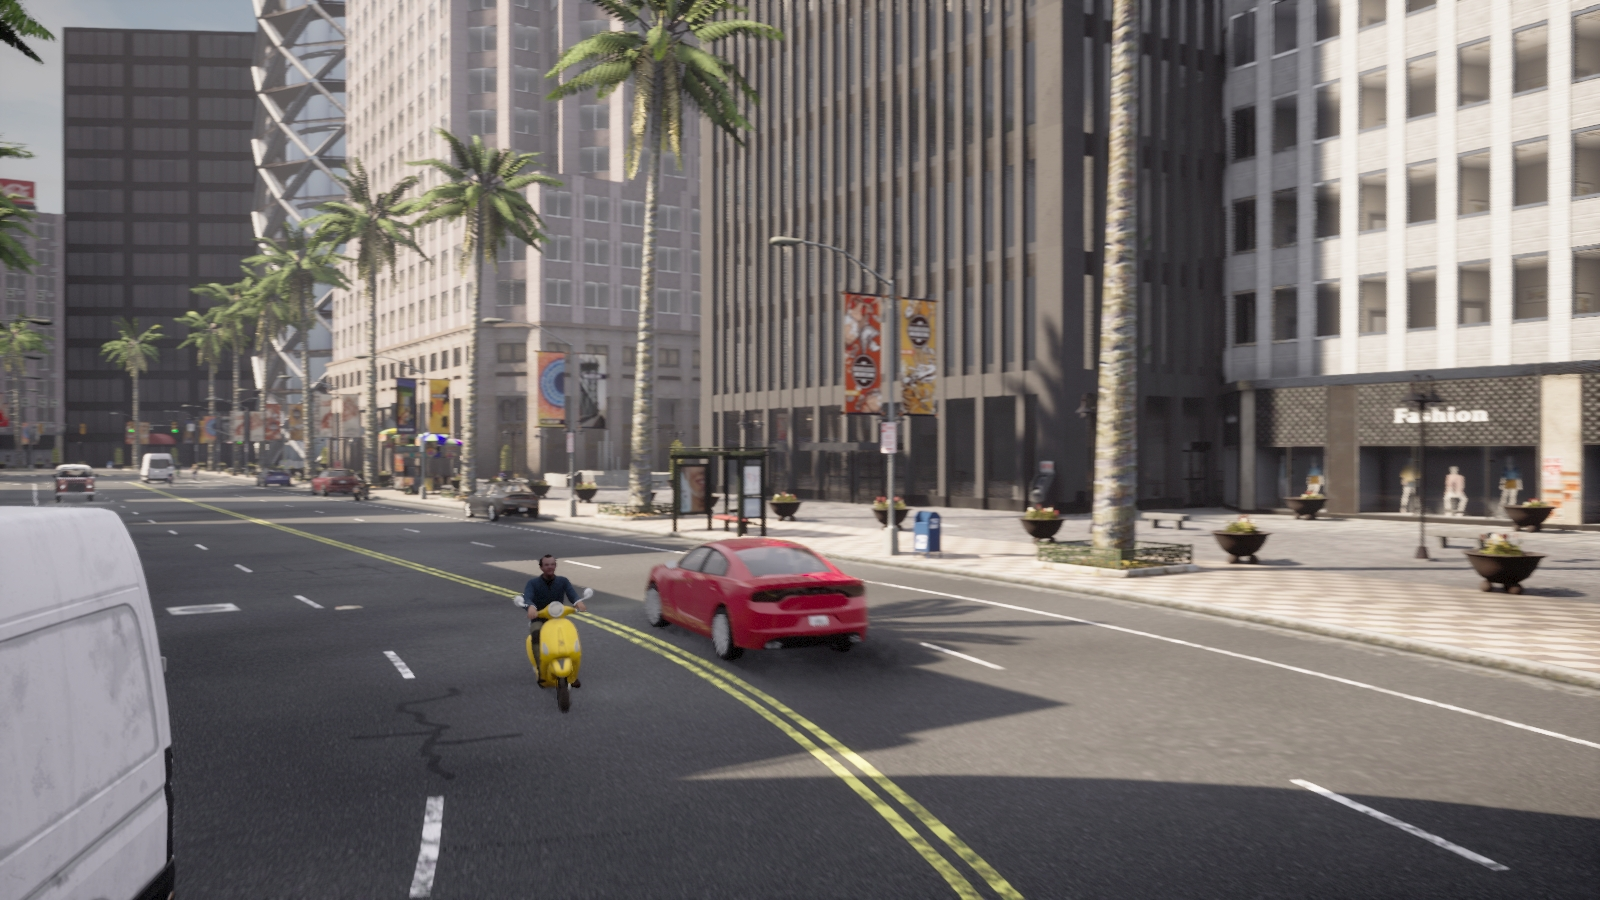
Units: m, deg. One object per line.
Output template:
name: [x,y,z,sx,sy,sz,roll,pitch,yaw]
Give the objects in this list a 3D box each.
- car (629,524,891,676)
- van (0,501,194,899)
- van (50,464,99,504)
car: [-0.800,2.035,16.891,2.097,1.535,5.006,0,0,-25]
van: [-3.684,1.538,2.875,1.988,2.561,5.915,0,0,-9]
van: [-40.027,1.826,63.014,2.069,2.038,4.480,0,0,-35]
